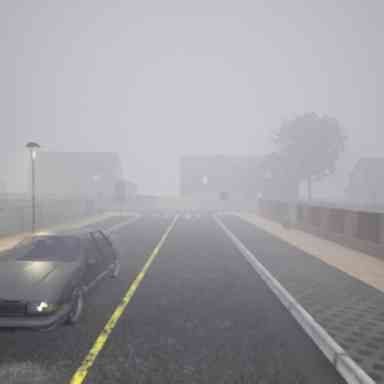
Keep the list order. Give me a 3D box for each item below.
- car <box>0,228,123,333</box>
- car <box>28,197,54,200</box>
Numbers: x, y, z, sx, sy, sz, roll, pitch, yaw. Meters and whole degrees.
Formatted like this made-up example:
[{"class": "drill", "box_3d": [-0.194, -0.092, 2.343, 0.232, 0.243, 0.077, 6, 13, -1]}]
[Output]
[{"class": "car", "box_3d": [-2.849, 1.548, 7.312, 2.033, 1.411, 5.357, 0, 0, 0]}, {"class": "car", "box_3d": [-16.013, 1.353, 36.284, 4.902, 1.511, 2.128, 2, 1, -1]}]
